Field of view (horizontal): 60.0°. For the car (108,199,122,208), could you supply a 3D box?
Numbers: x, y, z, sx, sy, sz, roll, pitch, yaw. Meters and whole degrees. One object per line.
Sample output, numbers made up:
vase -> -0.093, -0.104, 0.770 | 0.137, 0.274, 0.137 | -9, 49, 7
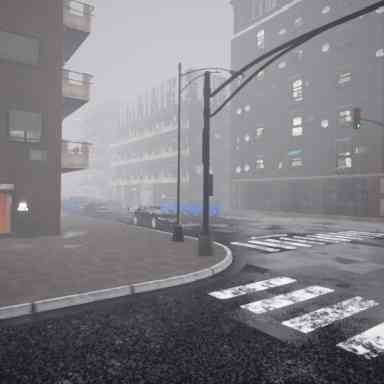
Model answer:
car -> -11.802, 1.683, 49.109 | 1.887, 1.381, 4.507 | 1, -1, -35

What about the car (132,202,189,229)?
car -> -2.400, 1.540, 21.611 | 2.008, 1.369, 4.403 | 1, -1, -35

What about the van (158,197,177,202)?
van -> -2.268, 1.450, 35.297 | 1.690, 1.788, 3.998 | 1, -1, -35

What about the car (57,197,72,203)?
car -> -27.689, 1.728, 72.131 | 1.887, 1.381, 4.507 | 1, -1, -35

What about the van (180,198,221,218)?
van -> 0.909, 1.439, 30.692 | 1.690, 1.788, 3.998 | 1, -1, -35

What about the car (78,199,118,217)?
car -> -8.756, 1.592, 30.820 | 1.802, 1.307, 4.206 | 1, -1, -35

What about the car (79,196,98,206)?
car -> -18.155, 1.597, 58.318 | 1.967, 1.590, 4.097 | 1, -1, -35

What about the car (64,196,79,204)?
car -> -24.510, 1.615, 67.527 | 1.967, 1.590, 4.097 | 1, -1, -35

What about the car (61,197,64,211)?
car -> -15.110, 1.581, 40.029 | 2.008, 1.369, 4.403 | 1, -1, -35

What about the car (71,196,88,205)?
car -> -21.333, 1.606, 62.922 | 1.967, 1.590, 4.097 | 1, -1, -35

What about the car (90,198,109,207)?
car -> -14.979, 1.730, 53.712 | 1.802, 1.307, 4.206 | 1, -1, -35

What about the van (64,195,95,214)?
van -> -11.931, 1.361, 35.426 | 1.690, 1.788, 3.998 | 1, -1, -35
